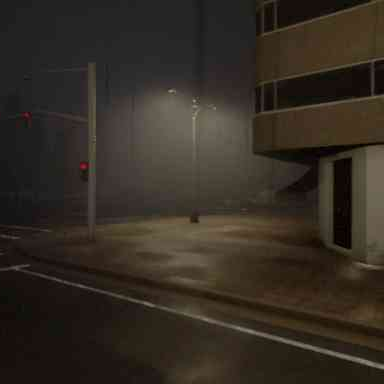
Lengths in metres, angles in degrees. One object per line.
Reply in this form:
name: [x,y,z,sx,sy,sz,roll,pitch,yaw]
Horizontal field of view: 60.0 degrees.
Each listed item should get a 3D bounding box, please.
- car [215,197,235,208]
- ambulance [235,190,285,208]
car: [5.581,1.430,47.259,4.674,1.442,1.812,0,0,-22]
ambulance: [9.541,0.954,45.271,6.366,2.431,2.351,0,0,-20]
